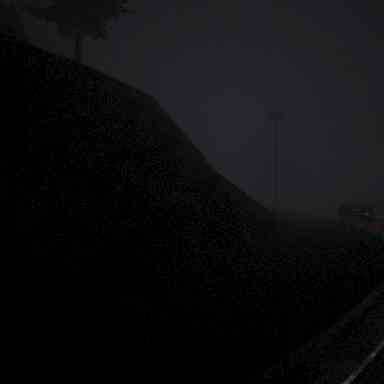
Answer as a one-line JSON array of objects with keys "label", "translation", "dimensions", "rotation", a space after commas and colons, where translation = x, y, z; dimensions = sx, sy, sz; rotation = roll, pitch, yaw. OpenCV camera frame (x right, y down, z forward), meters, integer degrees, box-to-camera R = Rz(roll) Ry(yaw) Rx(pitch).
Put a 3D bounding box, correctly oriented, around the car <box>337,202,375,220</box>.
[{"label": "car", "translation": [14.400, 1.630, 29.392], "dimensions": [1.812, 1.442, 4.674], "rotation": [0, 0, 4]}]
